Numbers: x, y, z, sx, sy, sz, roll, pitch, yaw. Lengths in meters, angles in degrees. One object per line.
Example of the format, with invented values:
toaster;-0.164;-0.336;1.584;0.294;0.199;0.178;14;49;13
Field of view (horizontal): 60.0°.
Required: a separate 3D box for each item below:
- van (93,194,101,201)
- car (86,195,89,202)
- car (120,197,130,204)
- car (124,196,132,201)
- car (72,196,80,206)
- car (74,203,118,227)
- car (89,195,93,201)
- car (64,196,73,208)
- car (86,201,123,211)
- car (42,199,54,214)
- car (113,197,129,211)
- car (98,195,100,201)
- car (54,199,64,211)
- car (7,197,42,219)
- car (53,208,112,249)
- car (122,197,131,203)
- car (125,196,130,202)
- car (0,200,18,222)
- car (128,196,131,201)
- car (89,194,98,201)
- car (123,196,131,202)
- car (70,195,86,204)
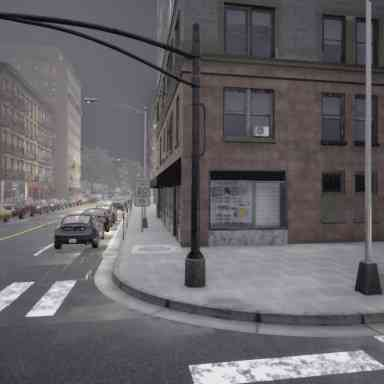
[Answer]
van;-25.383;1.555;89.063;1.690;1.788;3.998;0;0;-9
car;-20.860;1.666;61.855;1.752;1.417;4.829;0;0;-9
car;-13.863;1.740;68.751;1.887;1.381;4.507;0;0;-9
car;-17.467;1.819;90.380;1.947;1.339;4.313;0;0;-9
car;-19.090;1.679;51.207;1.947;1.339;4.313;0;0;-9
car;-5.753;1.615;20.084;1.887;1.381;4.507;0;0;-9
car;-21.788;1.737;67.430;1.802;1.307;4.206;0;0;-9
car;-18.191;1.650;45.799;2.008;1.369;4.403;0;0;-9
car;-6.654;1.635;25.491;2.008;1.369;4.403;0;0;-9
car;-16.392;1.512;34.984;1.967;1.590;4.097;0;0;-9
car;-9.358;1.676;41.713;2.008;1.369;4.403;0;0;-9
car;-23.584;1.499;78.247;2.192;1.841;5.009;0;0;-9
car;-17.291;1.525;40.392;1.967;1.590;4.097;0;0;-9
car;-15.492;1.373;29.577;2.192;1.841;5.009;0;0;-9
car;-4.852;1.607;14.677;2.008;1.369;4.403;0;0;-9
car;-15.665;1.806;79.565;1.802;1.307;4.206;0;0;-9
car;-10.259;1.690;47.121;2.008;1.369;4.403;0;0;-9
car;-14.566;1.569;24.000;1.752;1.417;4.829;0;0;-9
car;-11.159;1.593;52.529;1.967;1.590;4.097;0;0;-9
car;-22.685;1.485;72.839;2.192;1.841;5.009;0;0;-9
car;-16.566;1.790;84.973;2.008;1.369;4.403;0;0;-9
car;-19.988;1.442;56.616;2.192;1.841;5.009;0;0;-9
